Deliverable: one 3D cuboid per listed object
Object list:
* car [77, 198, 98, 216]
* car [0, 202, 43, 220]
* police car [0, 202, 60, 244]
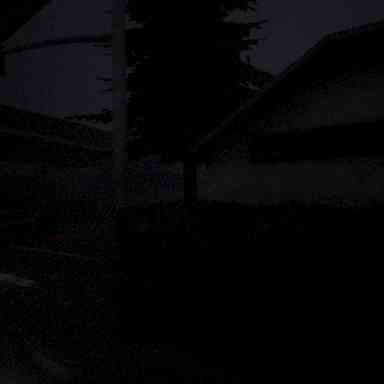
[{"bbox_3d":[-10.366,1.610,35.119,3.866,1.878,1.905,-1,0,35],"label":"car"},{"bbox_3d":[-17.171,1.823,32.988,4.611,1.667,2.242,-1,0,35],"label":"car"},{"bbox_3d":[-8.056,1.409,13.565,1.930,1.638,5.238,-1,1,35],"label":"police car"}]
